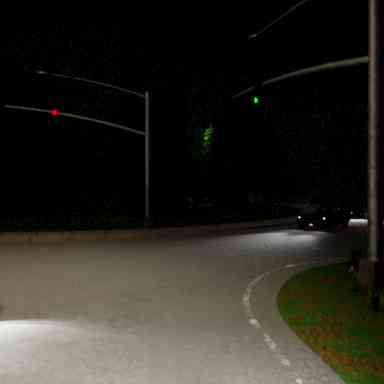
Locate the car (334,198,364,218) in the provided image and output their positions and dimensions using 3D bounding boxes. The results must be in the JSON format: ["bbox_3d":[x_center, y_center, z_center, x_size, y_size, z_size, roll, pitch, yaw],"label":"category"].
[{"bbox_3d":[13.811,1.536,29.127,1.994,1.385,4.181,0,0,22],"label":"car"}]

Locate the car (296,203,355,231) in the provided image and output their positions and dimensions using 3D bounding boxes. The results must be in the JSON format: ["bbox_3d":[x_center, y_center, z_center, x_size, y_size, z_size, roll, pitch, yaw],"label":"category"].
[{"bbox_3d":[8.311,1.573,20.792,1.895,1.301,4.718,0,0,42],"label":"car"}]

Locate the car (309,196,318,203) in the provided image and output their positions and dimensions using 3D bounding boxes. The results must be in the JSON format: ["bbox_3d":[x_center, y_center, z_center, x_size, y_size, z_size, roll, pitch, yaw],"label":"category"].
[{"bbox_3d":[20.430,1.323,52.689,2.097,1.767,4.553,0,0,-7],"label":"car"}]

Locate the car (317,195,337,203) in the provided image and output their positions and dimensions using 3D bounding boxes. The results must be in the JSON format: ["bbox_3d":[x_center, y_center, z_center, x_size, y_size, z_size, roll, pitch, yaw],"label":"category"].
[{"bbox_3d":[16.522,1.477,39.048,1.837,1.490,4.892,0,0,8],"label":"car"}]
